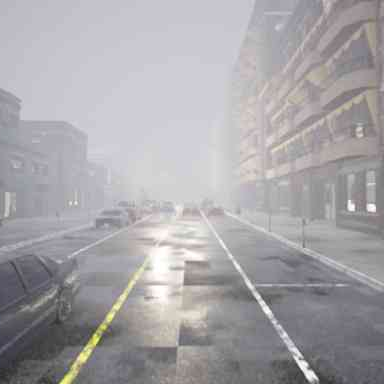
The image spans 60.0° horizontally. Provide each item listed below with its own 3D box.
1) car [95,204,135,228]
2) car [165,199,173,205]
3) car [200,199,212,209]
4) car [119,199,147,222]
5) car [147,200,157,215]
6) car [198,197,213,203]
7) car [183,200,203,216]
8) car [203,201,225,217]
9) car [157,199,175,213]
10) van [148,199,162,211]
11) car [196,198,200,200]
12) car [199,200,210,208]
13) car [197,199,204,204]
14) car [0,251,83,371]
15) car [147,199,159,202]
[{"bbox_3d":[-5.794,1.865,24.671,1.947,1.339,4.313,1,-1,0],"label":"car"},{"bbox_3d":[-6.068,2.589,87.052,1.752,1.417,4.829,1,-1,0],"label":"car"},{"bbox_3d":[2.420,2.153,58.892,1.967,1.590,4.097,1,-1,0],"label":"car"},{"bbox_3d":[-5.817,1.683,30.361,2.192,1.841,5.009,1,-1,0],"label":"car"},{"bbox_3d":[-5.886,2.088,41.730,1.802,1.307,4.206,1,-1,0],"label":"car"},{"bbox_3d":[2.450,1.958,53.207,2.192,1.841,5.009,1,-1,0],"label":"car"},{"bbox_3d":[-0.099,2.041,39.509,1.994,1.385,4.181,0,-1,-1],"label":"car"},{"bbox_3d":[2.530,1.980,36.146,1.887,1.381,4.507,1,-1,0],"label":"car"},{"bbox_3d":[-3.319,2.060,45.903,1.837,1.490,4.892,0,-1,0],"label":"car"},{"bbox_3d":[-5.901,1.985,53.106,1.690,1.788,3.998,1,-1,0],"label":"van"},{"bbox_3d":[-0.211,2.076,49.516,1.882,1.535,5.008,0,-1,0],"label":"car"},{"bbox_3d":[2.389,2.348,64.577,1.947,1.339,4.313,1,-1,0],"label":"car"},{"bbox_3d":[2.249,2.664,93.177,1.752,1.417,4.829,1,-1,0],"label":"car"},{"bbox_3d":[-3.119,1.604,4.546,2.033,1.411,5.357,0,-1,0],"label":"car"},{"bbox_3d":[-5.888,1.890,47.420,2.192,1.841,5.009,1,-1,0],"label":"car"}]
